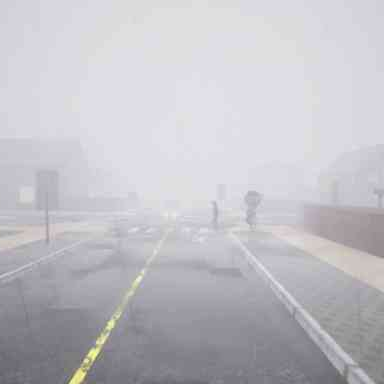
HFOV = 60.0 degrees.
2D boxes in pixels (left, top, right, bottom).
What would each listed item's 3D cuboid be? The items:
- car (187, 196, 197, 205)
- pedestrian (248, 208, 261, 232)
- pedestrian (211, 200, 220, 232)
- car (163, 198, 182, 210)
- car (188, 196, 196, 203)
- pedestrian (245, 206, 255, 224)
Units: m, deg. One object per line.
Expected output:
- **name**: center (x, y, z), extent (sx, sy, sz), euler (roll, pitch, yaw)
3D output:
- **car**: center (0.024, 1.917, 69.386), extent (1.994, 1.385, 4.181), euler (0, -1, 0)
- **pedestrian**: center (3.340, 1.543, 17.418), extent (0.500, 1.100, 0.500), euler (-1, 1, 0)
- **pedestrian**: center (1.320, 1.320, 18.765), extent (0.375, 1.860, 0.375), euler (-1, 1, 0)
- **car**: center (-2.822, 1.636, 45.009), extent (2.128, 1.511, 4.902), euler (0, 0, 0)
- **car**: center (0.027, 1.796, 79.395), extent (1.837, 1.490, 4.892), euler (0, -1, 0)
- **pedestrian**: center (3.180, 1.168, 18.162), extent (0.375, 1.860, 0.375), euler (-1, 1, 0)
